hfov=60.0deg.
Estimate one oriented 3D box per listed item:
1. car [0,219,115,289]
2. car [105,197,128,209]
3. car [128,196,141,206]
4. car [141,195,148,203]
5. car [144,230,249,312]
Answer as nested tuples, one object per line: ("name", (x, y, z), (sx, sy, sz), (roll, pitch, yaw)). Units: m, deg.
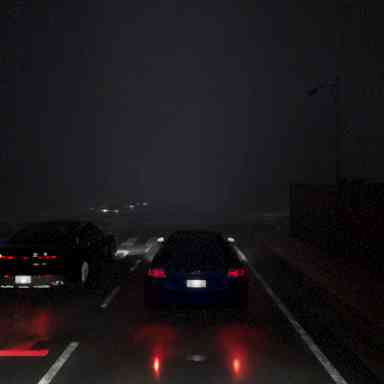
("car", (-3.430, 1.506, 9.147), (1.837, 1.490, 4.892), (0, 0, -1))
("car", (-10.494, 1.477, 45.578), (1.882, 1.535, 5.008), (0, 0, 0))
("car", (-10.465, 1.547, 56.303), (2.033, 1.411, 5.357), (0, 0, 0))
("car", (-10.356, 1.483, 69.288), (1.837, 1.490, 4.892), (0, 0, 0))
("car", (0.092, 1.564, 7.799), (1.994, 1.385, 4.181), (0, 0, 0))
